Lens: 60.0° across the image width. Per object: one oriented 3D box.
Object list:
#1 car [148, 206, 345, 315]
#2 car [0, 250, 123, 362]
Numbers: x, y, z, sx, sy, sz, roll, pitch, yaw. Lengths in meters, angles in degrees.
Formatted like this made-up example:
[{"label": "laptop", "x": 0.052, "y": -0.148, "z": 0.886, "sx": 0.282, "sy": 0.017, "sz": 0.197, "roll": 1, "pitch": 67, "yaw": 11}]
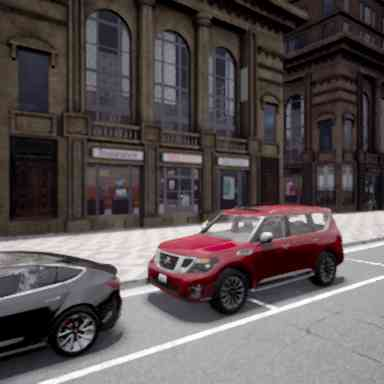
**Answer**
[{"label": "car", "x": 1.499, "y": 1.283, "z": 7.702, "sx": 5.009, "sy": 1.841, "sz": 2.192, "roll": 0, "pitch": 0, "yaw": -35}, {"label": "car", "x": -3.066, "y": 1.565, "z": 4.458, "sx": 4.313, "sy": 1.339, "sz": 1.947, "roll": 0, "pitch": 0, "yaw": -35}]
